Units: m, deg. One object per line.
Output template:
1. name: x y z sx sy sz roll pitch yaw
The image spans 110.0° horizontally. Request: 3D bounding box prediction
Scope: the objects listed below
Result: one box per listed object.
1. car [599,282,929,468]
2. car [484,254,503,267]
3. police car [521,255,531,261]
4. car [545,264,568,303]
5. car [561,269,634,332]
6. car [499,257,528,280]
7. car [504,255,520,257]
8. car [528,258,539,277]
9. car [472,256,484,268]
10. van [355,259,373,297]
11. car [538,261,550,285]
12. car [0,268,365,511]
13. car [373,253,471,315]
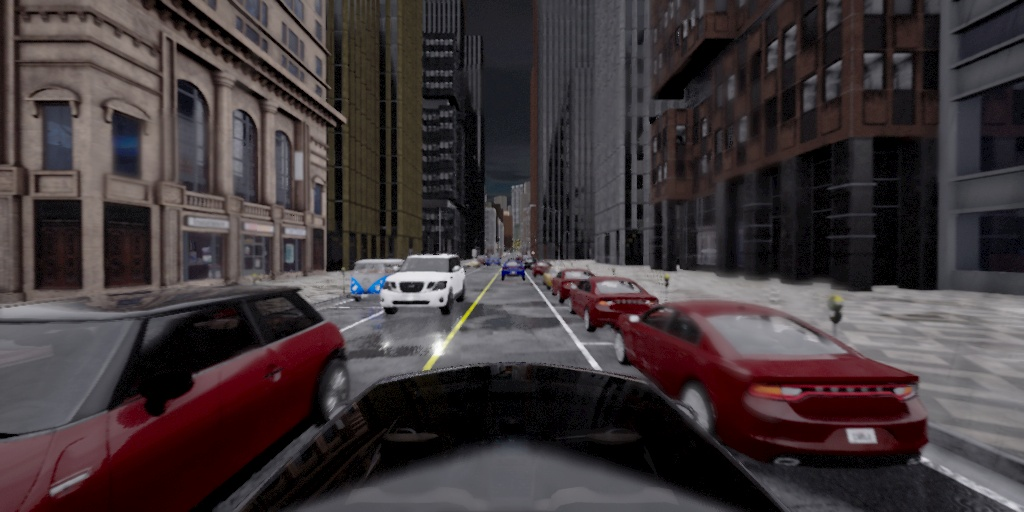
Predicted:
1. car: 2.778 1.280 5.081 1.888 1.381 4.507 0 0 0
2. car: -3.042 0.725 60.327 2.150 2.045 5.566 0 0 1
3. police car: 2.361 0.997 43.806 1.930 1.638 5.238 0 0 0
4. car: 2.775 1.233 16.131 1.888 1.381 4.507 0 0 0
5. car: 2.777 1.256 10.606 1.888 1.381 4.507 0 0 0
6. car: 0.099 1.106 30.178 1.882 1.535 5.008 0 0 0
7. car: 0.097 1.061 48.006 1.837 1.490 4.892 0 1 0
8. car: 2.769 1.163 32.707 1.888 1.381 4.507 0 0 0
9. car: -5.774 1.051 54.652 1.751 1.417 4.829 0 0 0
10. van: -5.776 1.028 16.147 1.690 1.789 3.998 0 0 0
11. car: 2.773 1.190 21.826 1.751 1.417 4.829 0 0 0
12. car: -3.098 1.097 2.640 2.097 1.767 4.553 0 0 0
13. car: -3.091 0.920 13.711 2.150 2.045 5.566 0 0 0
